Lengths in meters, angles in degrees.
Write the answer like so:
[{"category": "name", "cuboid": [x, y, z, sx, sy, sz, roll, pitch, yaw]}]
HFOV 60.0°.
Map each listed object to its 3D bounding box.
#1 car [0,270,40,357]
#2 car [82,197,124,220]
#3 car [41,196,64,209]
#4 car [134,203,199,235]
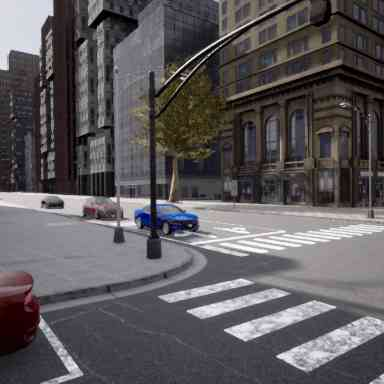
[{"category": "car", "cuboid": [-4.157, 1.545, 3.672, 4.507, 1.381, 1.887, 0, -1, -36]}, {"category": "car", "cuboid": [-7.235, 1.218, 26.826, 2.097, 1.767, 4.553, -1, 1, -36]}, {"category": "car", "cuboid": [-16.876, 1.210, 40.138, 1.882, 1.535, 5.008, -1, 1, -36]}, {"category": "car", "cuboid": [-1.560, 1.422, 19.009, 1.882, 1.535, 5.008, -1, 1, -36]}]
